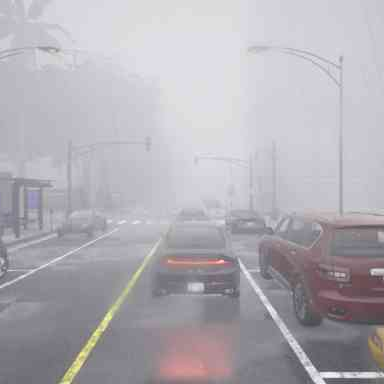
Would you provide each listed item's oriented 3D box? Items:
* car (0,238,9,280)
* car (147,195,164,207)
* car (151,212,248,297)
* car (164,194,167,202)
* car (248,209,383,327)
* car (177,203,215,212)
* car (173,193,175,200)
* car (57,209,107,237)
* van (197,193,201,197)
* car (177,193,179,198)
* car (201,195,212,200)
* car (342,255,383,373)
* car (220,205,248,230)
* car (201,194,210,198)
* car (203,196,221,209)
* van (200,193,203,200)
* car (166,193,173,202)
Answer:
[{"bbox_3d":[-5.758,1.438,6.986,1.967,1.590,4.097,0,0,0],"label":"car"},{"bbox_3d":[-5.706,1.521,49.698,2.008,1.369,4.403,0,0,0],"label":"car"},{"bbox_3d":[0.086,1.502,8.542,1.837,1.490,4.892,0,0,0],"label":"car"},{"bbox_3d":[-5.699,1.405,55.118,1.967,1.590,4.097,0,0,0],"label":"car"},{"bbox_3d":[2.767,1.313,6.960,2.192,1.841,5.009,0,0,0],"label":"car"},{"bbox_3d":[0.024,1.557,18.571,1.994,1.385,4.181,0,0,0],"label":"car"},{"bbox_3d":[-5.674,1.252,76.800,2.192,1.841,5.009,0,0,0],"label":"car"},{"bbox_3d":[-5.744,1.575,17.839,1.802,1.307,4.206,0,0,0],"label":"car"},{"bbox_3d":[2.859,1.270,82.190,1.690,1.788,3.998,0,0,0],"label":"van"},{"bbox_3d":[-5.654,1.225,93.061,2.192,1.841,5.009,0,0,0],"label":"car"},{"bbox_3d":[2.820,1.536,49.668,1.947,1.339,4.313,0,0,0],"label":"car"},{"bbox_3d":[2.762,1.525,1.705,1.752,1.417,4.829,0,0,0],"label":"car"},{"bbox_3d":[2.781,1.559,17.811,1.947,1.339,4.313,0,0,0],"label":"car"},{"bbox_3d":[2.827,1.490,55.258,1.752,1.417,4.829,0,0,0],"label":"car"},{"bbox_3d":[2.813,1.541,44.248,1.947,1.339,4.313,0,0,0],"label":"car"},{"bbox_3d":[2.832,1.301,60.509,1.690,1.788,3.998,0,0,0],"label":"van"},{"bbox_3d":[-5.680,1.385,71.379,1.967,1.590,4.097,0,0,0],"label":"car"}]
